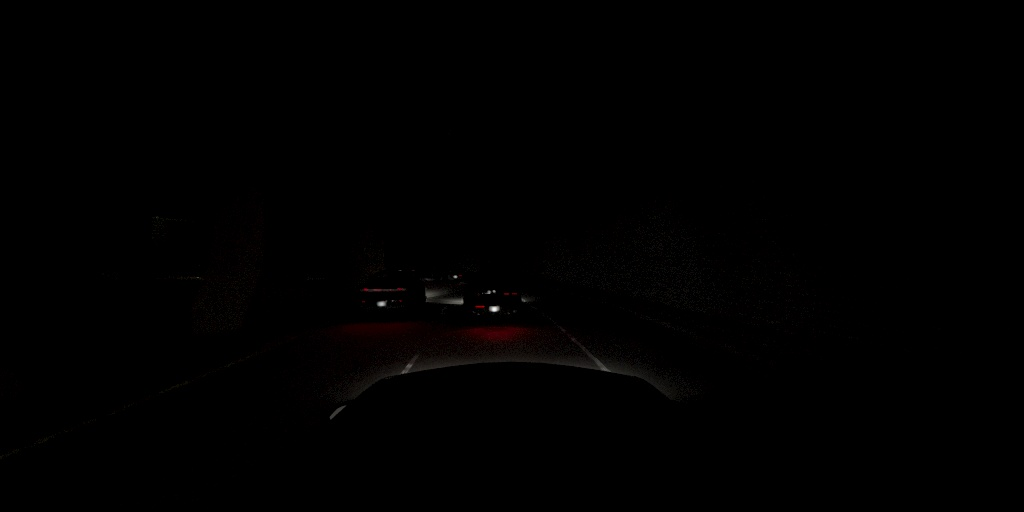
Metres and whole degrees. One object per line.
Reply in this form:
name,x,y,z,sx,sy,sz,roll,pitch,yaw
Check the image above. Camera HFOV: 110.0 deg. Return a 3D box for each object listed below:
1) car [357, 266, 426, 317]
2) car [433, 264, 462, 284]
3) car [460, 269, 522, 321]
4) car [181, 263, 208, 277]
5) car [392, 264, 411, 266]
car,-4.443,1.309,13.701,2.128,1.511,4.902,0,0,-8
car,-5.402,1.392,30.334,1.837,1.490,4.892,0,0,-23
car,-0.808,1.302,12.854,1.837,1.490,4.892,0,0,-7
car,-34.428,1.548,39.763,4.902,1.511,2.128,-1,0,21
car,-9.639,1.400,31.063,2.128,1.511,4.902,0,0,-27
